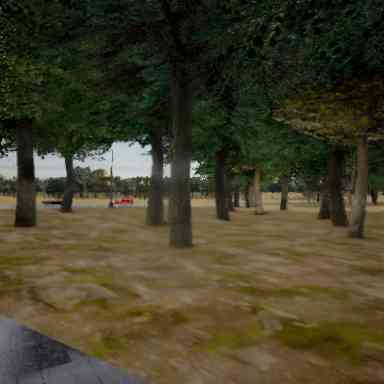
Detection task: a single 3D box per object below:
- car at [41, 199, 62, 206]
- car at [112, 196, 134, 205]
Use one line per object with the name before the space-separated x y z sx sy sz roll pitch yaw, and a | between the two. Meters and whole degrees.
car | -26.482 1.936 64.028 1.895 1.301 4.718 1 -1 37
car | -16.073 2.046 77.959 2.150 2.045 5.566 1 -1 37
